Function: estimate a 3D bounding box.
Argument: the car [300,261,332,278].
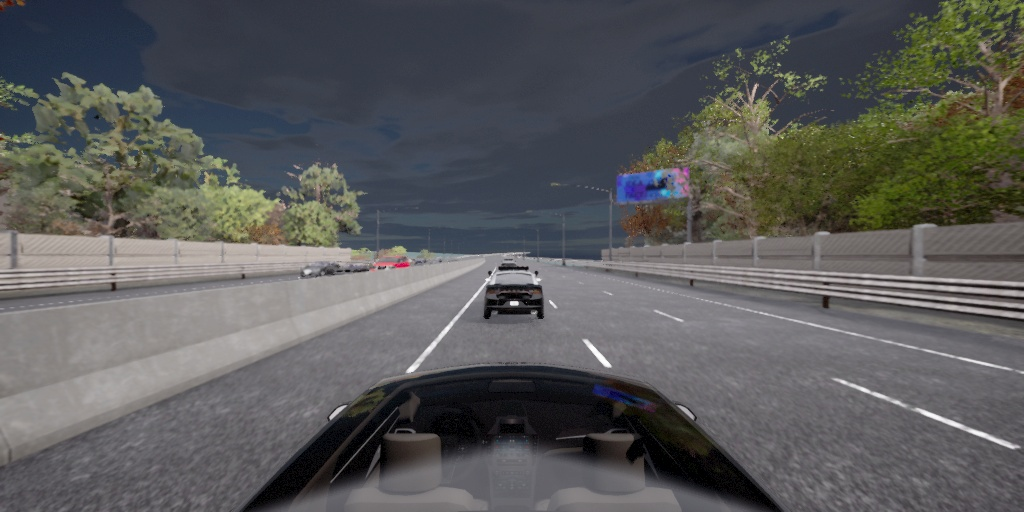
[{"bbox_3d":[-17.905,1.243,33.732,2.128,1.511,4.902,0,0,-1],"label":"car"}]

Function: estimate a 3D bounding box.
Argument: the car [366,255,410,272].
[{"bbox_3d":[-10.883,0.971,32.559,2.150,2.045,5.566,0,0,-1],"label":"car"}]

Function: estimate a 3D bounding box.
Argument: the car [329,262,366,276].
[{"bbox_3d":[-14.388,1.351,32.785,1.895,1.301,4.718,0,0,-1],"label":"car"}]

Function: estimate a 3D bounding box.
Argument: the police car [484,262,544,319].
[{"bbox_3d":[0.051,1.174,13.016,1.930,1.638,5.238,0,0,0],"label":"police car"}]

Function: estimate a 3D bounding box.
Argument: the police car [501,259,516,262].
[{"bbox_3d":[-0.426,1.166,43.960,1.930,1.638,5.238,0,0,-1],"label":"police car"}]
